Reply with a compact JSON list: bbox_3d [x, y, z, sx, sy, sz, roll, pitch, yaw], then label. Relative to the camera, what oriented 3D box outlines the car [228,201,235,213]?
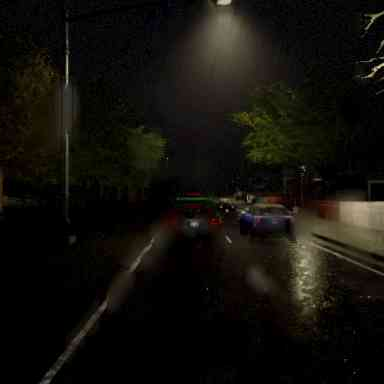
[{"bbox_3d":[3.598,1.575,36.161,1.895,1.301,4.718,0,0,0],"label":"car"}]

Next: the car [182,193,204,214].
[{"bbox_3d":[0.091,1.195,36.522,2.150,2.045,5.566,0,0,0],"label":"car"}]

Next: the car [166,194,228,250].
[{"bbox_3d":[0.094,1.245,14.544,2.150,2.045,5.566,0,0,0],"label":"car"}]

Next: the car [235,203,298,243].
[{"bbox_3d":[3.597,1.374,16.472,2.097,1.767,4.553,0,0,0],"label":"car"}]
